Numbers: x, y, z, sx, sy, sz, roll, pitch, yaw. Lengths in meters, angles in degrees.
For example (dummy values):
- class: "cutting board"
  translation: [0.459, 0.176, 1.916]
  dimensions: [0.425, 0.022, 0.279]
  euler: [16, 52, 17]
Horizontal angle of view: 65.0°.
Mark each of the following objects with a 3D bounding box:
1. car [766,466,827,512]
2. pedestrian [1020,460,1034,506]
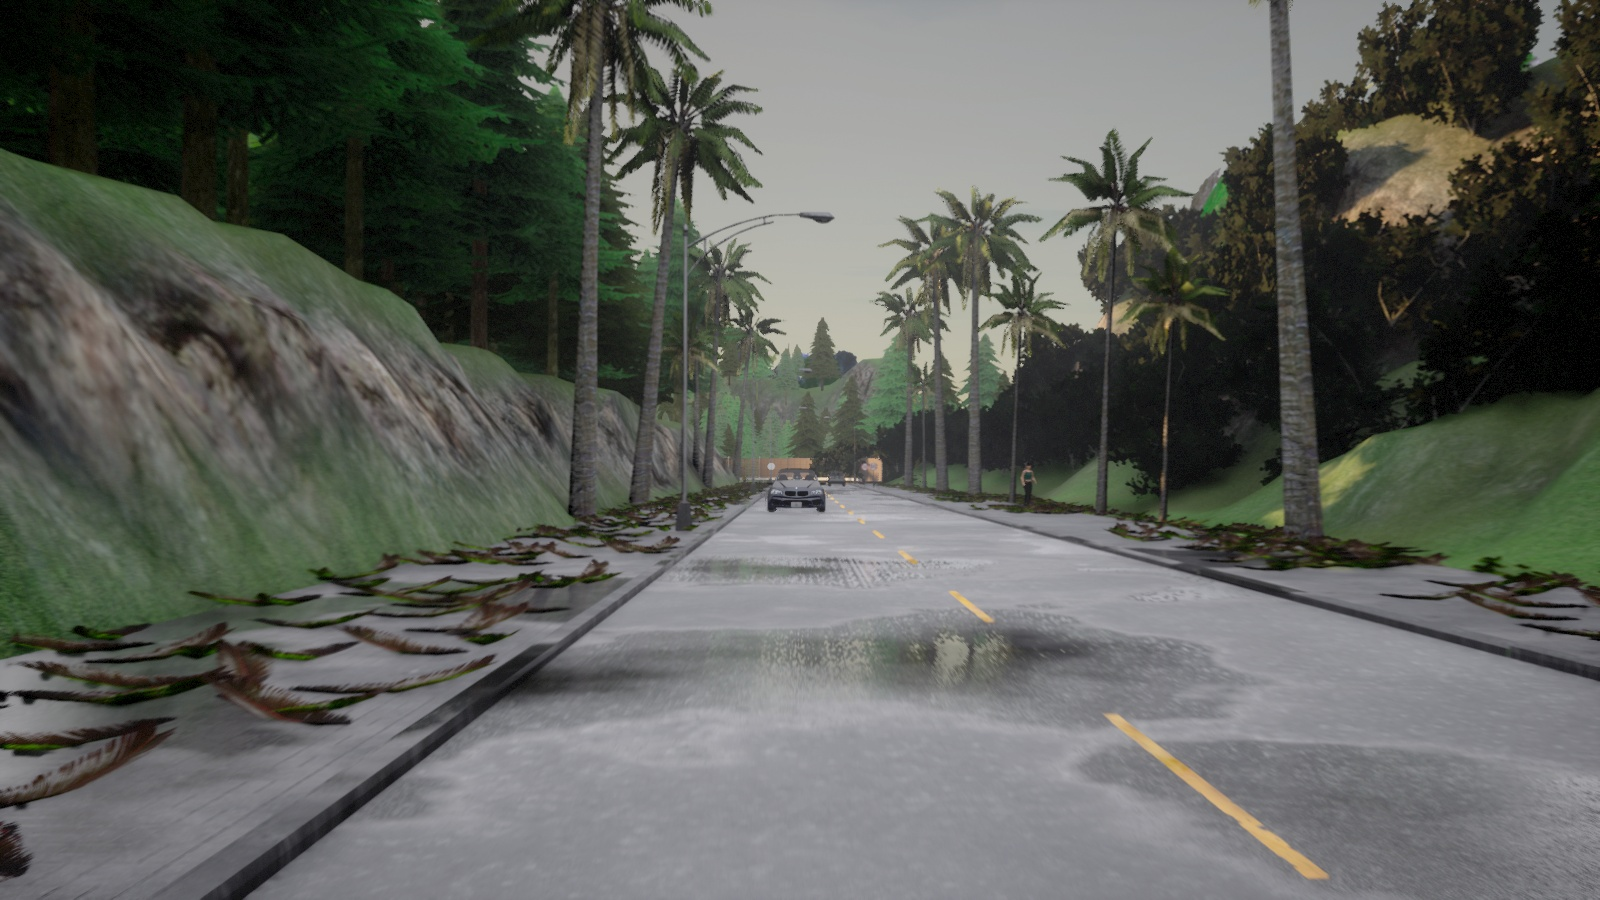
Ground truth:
- class: "car"
  translation: [-0.121, 1.469, 48.548]
  dimensions: [2.242, 1.667, 4.611]
  euler: [0, -1, 0]
- class: "pedestrian"
  translation: [9.233, 1.334, 51.028]
  dimensions: [0.345, 1.836, 0.594]
  euler: [0, -1, -12]
